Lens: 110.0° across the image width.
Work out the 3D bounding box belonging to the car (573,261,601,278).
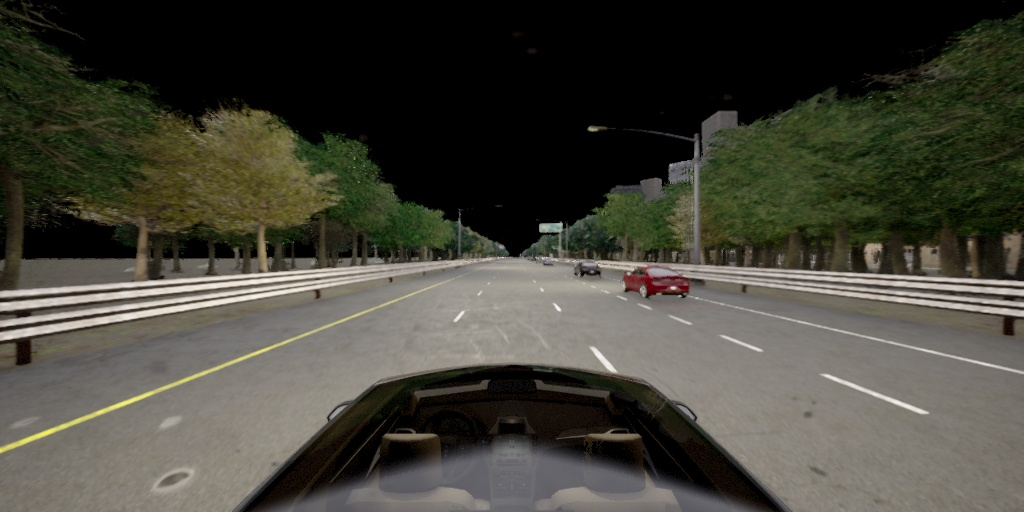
[{"bbox_3d":[7.061,1.254,34.009,1.882,1.535,5.008,0,0,0],"label":"car"}]

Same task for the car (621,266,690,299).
[{"bbox_3d":[7.017,1.239,18.058,1.882,1.535,5.008,0,0,0],"label":"car"}]
